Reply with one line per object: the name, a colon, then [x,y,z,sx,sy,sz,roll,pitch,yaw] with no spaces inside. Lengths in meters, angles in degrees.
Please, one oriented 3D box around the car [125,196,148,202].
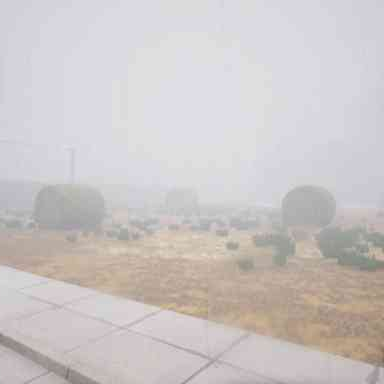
car: [-10.126,1.546,61.263,1.882,1.535,5.008,0,0,33]
